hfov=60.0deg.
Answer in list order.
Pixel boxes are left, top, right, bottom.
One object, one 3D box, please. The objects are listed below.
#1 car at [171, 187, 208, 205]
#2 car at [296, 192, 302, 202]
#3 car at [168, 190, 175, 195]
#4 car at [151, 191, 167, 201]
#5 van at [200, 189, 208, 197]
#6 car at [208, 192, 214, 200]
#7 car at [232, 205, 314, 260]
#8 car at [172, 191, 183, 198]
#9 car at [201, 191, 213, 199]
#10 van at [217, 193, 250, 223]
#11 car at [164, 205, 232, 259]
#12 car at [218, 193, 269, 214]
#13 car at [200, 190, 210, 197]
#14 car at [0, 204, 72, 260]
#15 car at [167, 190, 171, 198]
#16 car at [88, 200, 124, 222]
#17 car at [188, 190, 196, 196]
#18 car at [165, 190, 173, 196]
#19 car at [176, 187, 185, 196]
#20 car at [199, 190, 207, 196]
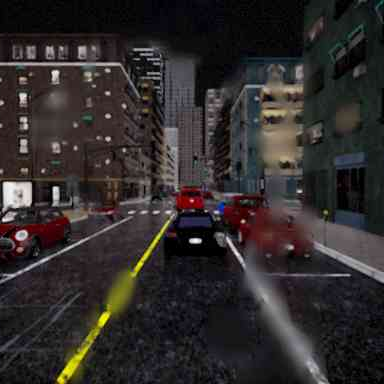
[{"bbox_3d":[-0.334,0.745,29.078,2.150,2.045,5.566,0,1,-7],"label":"car"},{"bbox_3d":[15.774,0.345,41.967,5.009,1.841,2.192,-1,2,0],"label":"car"},{"bbox_3d":[-5.664,0.086,93.515,1.802,1.307,4.206,0,1,0],"label":"car"},{"bbox_3d":[-5.678,0.673,54.855,1.947,1.339,4.313,0,1,0],"label":"car"},{"bbox_3d":[2.709,0.102,76.928,1.690,1.788,3.998,0,1,0],"label":"van"},{"bbox_3d":[2.703,0.690,54.841,1.802,1.307,4.206,0,1,0],"label":"car"},{"bbox_3d":[2.688,1.355,11.395,1.887,1.381,4.507,0,1,0],"label":"car"},{"bbox_3d":[-2.976,0.481,68.943,1.895,1.301,4.718,0,1,0],"label":"car"},{"bbox_3d":[2.705,0.586,60.363,1.947,1.339,4.313,0,1,0],"label":"car"},{"bbox_3d":[2.690,0.970,22.446,1.690,1.788,3.998,0,1,0],"label":"van"},{"bbox_3d":[0.104,1.368,11.717,1.994,1.385,4.181,0,1,0],"label":"car"},{"bbox_3d":[2.688,1.035,16.919,2.192,1.841,5.009,0,1,0],"label":"car"},{"bbox_3d":[2.709,0.392,71.408,1.887,1.381,4.507,0,1,0],"label":"car"},{"bbox_3d":[-5.694,1.250,11.398,1.967,1.590,4.097,0,1,0],"label":"car"},{"bbox_3d":[-5.674,0.499,65.901,1.947,1.339,4.313,0,1,0],"label":"car"},{"bbox_3d":[-5.689,1.211,22.454,1.802,1.307,4.206,0,1,0],"label":"car"},{"bbox_3d":[0.029,0.169,83.876,2.128,1.511,4.902,0,1,0],"label":"car"},{"bbox_3d":[-5.668,0.219,82.469,1.887,1.381,4.507,0,1,0],"label":"car"},{"bbox_3d":[-2.970,-0.135,84.479,2.150,2.045,5.566,0,1,0],"label":"car"},{"bbox_3d":[2.713,0.241,82.454,1.947,1.339,4.313,0,1,0],"label":"car"}]
